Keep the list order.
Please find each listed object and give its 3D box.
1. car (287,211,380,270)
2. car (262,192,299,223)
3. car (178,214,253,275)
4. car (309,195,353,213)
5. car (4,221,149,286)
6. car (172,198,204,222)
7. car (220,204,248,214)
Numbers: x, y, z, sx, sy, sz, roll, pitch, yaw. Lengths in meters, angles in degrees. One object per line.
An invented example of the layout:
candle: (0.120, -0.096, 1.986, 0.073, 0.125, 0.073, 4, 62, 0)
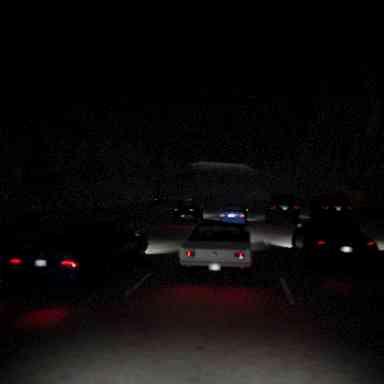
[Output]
car: (4.566, 1.555, 11.124, 1.994, 1.385, 4.181, 0, 0, 9)
car: (6.820, 1.206, 25.468, 2.150, 2.045, 5.566, 0, 0, 10)
car: (0.922, 1.594, 10.531, 1.895, 1.301, 4.718, 0, 0, 9)
car: (10.289, 1.206, 24.990, 2.150, 2.045, 5.566, 0, 0, 9)
car: (-2.793, 1.541, 9.471, 2.033, 1.411, 5.357, 0, 0, 9)
car: (-0.238, 1.474, 25.692, 2.128, 1.511, 4.902, 0, 0, 9)
car: (2.942, 1.531, 23.490, 2.033, 1.411, 5.357, 0, 0, 10)
